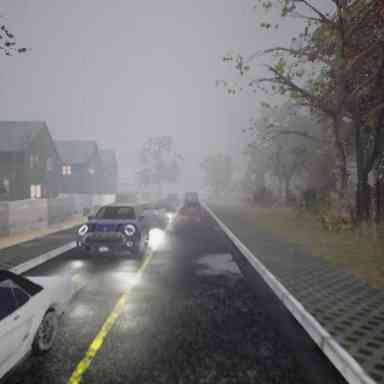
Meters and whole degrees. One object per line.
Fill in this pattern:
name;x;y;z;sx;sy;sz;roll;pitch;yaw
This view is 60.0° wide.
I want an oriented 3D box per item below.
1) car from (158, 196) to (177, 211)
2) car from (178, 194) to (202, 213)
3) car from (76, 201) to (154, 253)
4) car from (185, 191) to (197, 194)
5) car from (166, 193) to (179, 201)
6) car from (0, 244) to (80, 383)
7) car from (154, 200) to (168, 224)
car;-2.932;1.365;35.858;1.895;1.301;4.718;0;0;0
car;-0.047;1.270;33.478;2.128;1.511;4.902;0;0;0
car;-2.898;1.266;13.123;2.097;1.767;4.553;0;0;0
car;-0.120;0.910;47.447;2.150;2.045;5.566;0;1;0
car;-2.977;0.857;51.635;1.882;1.535;5.008;0;0;0
car;-2.857;1.581;3.204;1.895;1.301;4.718;0;0;0
car;-2.941;1.448;23.127;1.895;1.301;4.718;0;0;0
